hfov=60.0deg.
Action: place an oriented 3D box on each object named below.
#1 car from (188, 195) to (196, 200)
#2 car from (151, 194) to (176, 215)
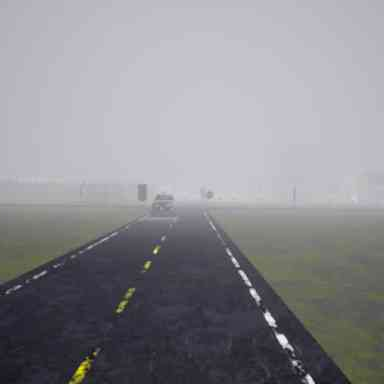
[{"bbox_3d":[-0.001,1.491,90.963,1.882,1.535,5.008,0,0,0],"label":"car"},{"bbox_3d":[-2.775,1.217,33.540,2.150,2.045,5.566,0,-1,0],"label":"car"}]
